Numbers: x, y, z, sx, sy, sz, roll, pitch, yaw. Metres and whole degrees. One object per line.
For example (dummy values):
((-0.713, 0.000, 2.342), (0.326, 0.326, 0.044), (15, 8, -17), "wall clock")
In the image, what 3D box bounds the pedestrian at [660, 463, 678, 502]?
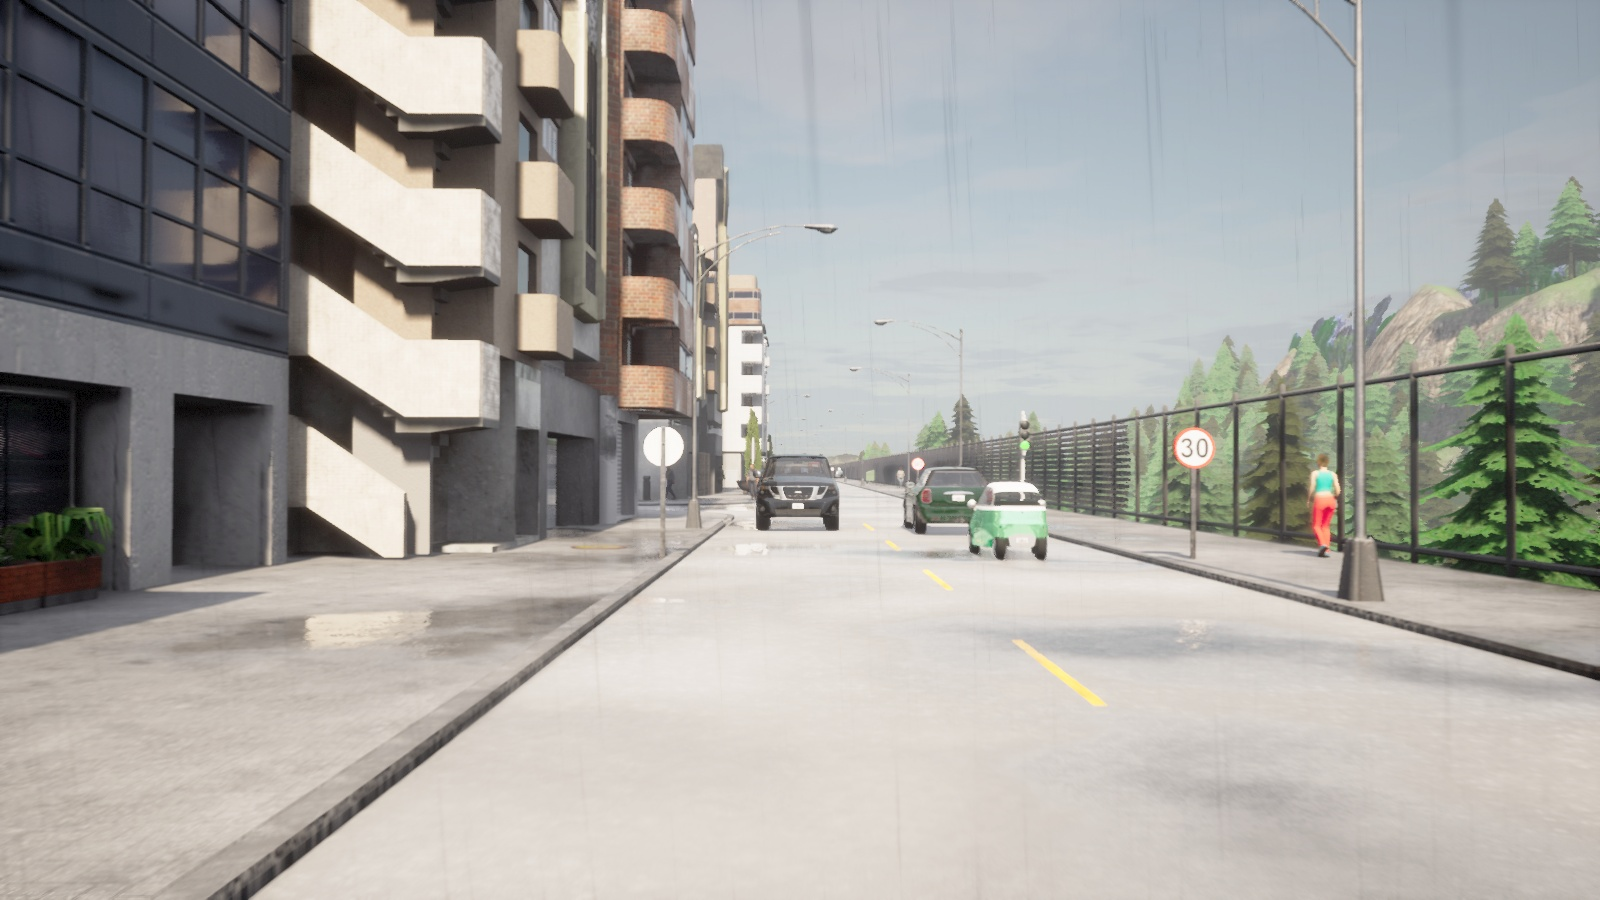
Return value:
((-6.493, 1.600, 62.308), (0.788, 1.949, 0.423), (0, -1, -37), "pedestrian")

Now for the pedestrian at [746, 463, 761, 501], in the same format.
((-2.292, 1.558, 61.698), (0.540, 1.848, 0.694), (0, -1, 14), "pedestrian")

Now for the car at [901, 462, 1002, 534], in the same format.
((3.912, 1.214, 33.231), (2.097, 1.767, 4.553), (0, -1, 0), "car")

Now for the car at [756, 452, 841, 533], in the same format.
((-0.060, 1.113, 34.582), (2.150, 2.045, 5.566), (0, -1, 0), "car")

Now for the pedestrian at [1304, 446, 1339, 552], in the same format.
((9.143, 0.857, 22.031), (0.345, 1.836, 0.594), (0, -1, 0), "pedestrian")

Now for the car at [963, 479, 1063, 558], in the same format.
((3.938, 1.246, 23.435), (1.481, 1.376, 2.207), (0, -1, 0), "car")
